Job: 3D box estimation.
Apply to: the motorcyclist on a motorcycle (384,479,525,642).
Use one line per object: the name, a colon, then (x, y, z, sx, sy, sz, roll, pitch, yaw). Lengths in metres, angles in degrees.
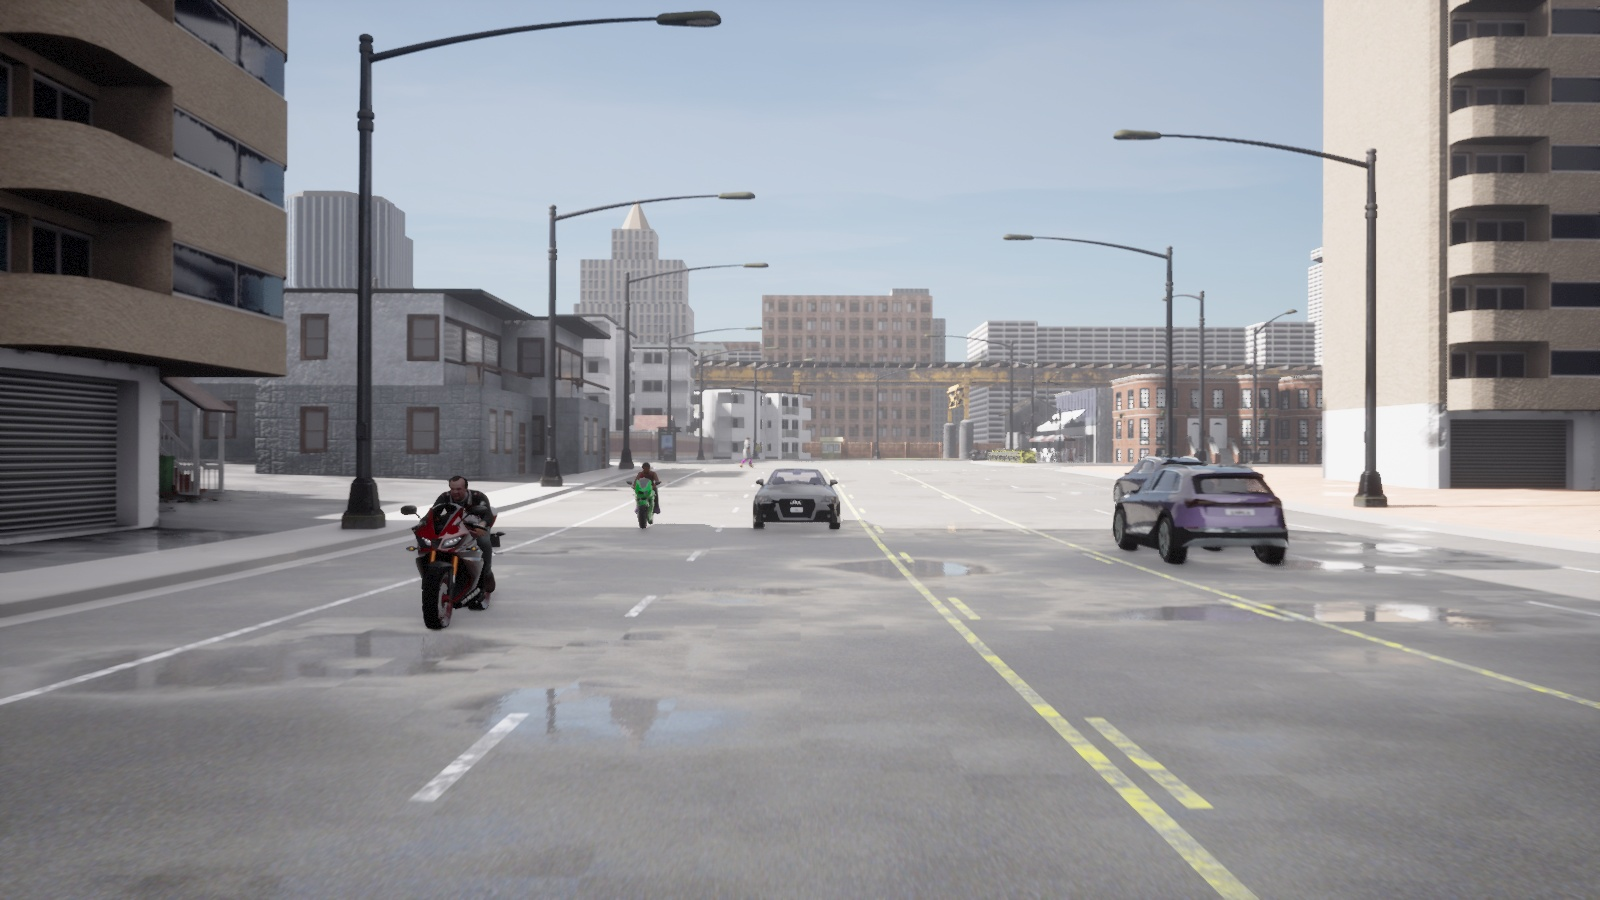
motorcyclist on a motorcycle: (-3.530, 1.075, 13.051, 0.866, 1.530, 2.191, 0, -1, 0)

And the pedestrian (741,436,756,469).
pedestrian: (-3.049, 0.129, 74.196, 0.873, 1.952, 0.659, 0, 0, -4)

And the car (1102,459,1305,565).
car: (6.948, 0.997, 22.234, 2.033, 1.649, 4.856, 0, 0, 0)

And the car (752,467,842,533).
car: (-0.070, 1.137, 29.939, 1.994, 1.385, 4.181, 0, 0, 0)

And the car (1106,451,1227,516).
car: (10.415, 0.891, 36.059, 2.033, 1.649, 4.856, 0, 1, 0)

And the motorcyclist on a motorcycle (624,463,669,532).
motorcyclist on a motorcycle: (-3.569, 1.075, 29.304, 0.797, 1.523, 2.044, 0, 0, 0)
